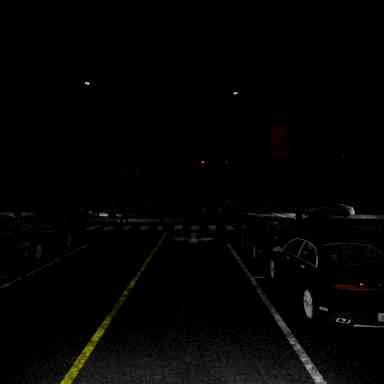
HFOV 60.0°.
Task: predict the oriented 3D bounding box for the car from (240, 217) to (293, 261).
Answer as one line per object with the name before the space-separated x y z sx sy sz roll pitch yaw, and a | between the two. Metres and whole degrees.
car | 2.825 1.552 11.916 2.008 1.369 4.403 0 0 0

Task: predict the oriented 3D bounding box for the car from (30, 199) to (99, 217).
car | -10.564 1.321 27.005 4.902 1.511 2.128 1 0 7

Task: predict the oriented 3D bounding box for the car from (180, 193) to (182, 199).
car | -4.736 1.354 92.802 2.192 1.841 5.009 0 0 1

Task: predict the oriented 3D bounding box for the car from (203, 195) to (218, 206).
car | 3.235 1.567 54.098 2.008 1.369 4.403 0 0 1

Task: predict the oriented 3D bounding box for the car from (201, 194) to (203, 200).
car | 3.393 1.573 65.123 2.008 1.369 4.403 0 0 1

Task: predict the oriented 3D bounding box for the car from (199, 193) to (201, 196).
car | 3.788 1.479 92.685 1.967 1.590 4.097 0 0 1

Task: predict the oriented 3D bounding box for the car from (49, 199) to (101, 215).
car | -10.827 1.398 31.102 4.181 1.385 1.994 1 0 -4

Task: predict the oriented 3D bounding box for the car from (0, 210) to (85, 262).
car | -5.700 1.552 11.964 2.008 1.369 4.403 0 0 0

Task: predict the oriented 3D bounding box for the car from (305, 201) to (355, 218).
car | 14.071 1.817 33.964 4.674 1.442 1.812 1 0 1

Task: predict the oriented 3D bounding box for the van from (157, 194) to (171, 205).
van | -5.210 1.360 59.730 1.690 1.788 3.998 0 0 1

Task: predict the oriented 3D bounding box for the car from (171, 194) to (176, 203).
car | -5.052 1.591 70.754 1.947 1.339 4.313 0 0 1

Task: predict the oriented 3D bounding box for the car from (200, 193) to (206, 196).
car | 3.472 1.340 70.635 2.192 1.841 5.009 0 0 1

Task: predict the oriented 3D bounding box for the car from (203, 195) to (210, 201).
car | 3.711 1.560 87.343 1.752 1.417 4.829 0 0 1

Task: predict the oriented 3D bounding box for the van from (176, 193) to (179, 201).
van | -4.894 1.373 81.778 1.690 1.788 3.998 0 0 1

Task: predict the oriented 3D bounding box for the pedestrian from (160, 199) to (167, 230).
pedestrian | -1.603 1.297 19.212 0.375 1.860 0.375 0 0 0

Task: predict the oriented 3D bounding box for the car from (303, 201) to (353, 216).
car | 15.150 1.822 37.224 4.892 1.490 1.837 1 0 0

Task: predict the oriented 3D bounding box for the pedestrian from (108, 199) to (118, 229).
pedestrian | -4.863 1.297 20.435 0.375 1.860 0.375 0 0 0

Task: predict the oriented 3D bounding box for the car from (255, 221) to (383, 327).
car | 2.799 1.551 6.924 2.008 1.369 4.403 0 0 0

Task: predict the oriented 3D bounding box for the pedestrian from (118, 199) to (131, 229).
pedestrian | -4.029 1.297 19.834 0.375 1.860 0.375 0 0 0
